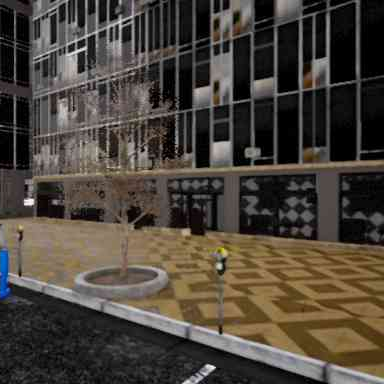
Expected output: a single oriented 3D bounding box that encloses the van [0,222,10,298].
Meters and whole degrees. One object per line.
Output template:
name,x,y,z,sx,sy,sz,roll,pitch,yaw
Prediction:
van,-5.306,1.340,6.655,3.998,1.788,1.690,0,0,35
